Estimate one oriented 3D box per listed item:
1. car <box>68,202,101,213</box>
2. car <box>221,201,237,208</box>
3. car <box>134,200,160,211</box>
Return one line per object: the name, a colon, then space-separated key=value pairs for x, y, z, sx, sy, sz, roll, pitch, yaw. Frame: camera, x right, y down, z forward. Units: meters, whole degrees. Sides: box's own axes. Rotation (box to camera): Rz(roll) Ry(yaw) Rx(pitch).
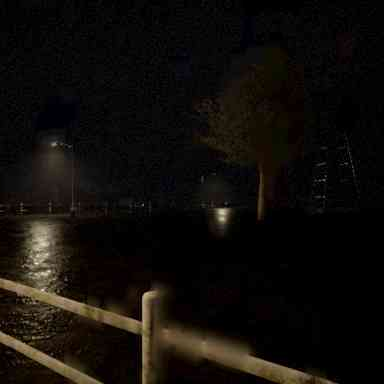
car: x=-14.449 y=2.105 z=44.926 sx=1.812 sy=1.442 sz=4.674 roll=-2 pitch=-2 yaw=36
car: x=7.709 y=2.628 z=69.464 sx=1.994 sy=1.385 sz=4.181 roll=-2 pitch=-2 yaw=36
car: x=-7.369 y=2.144 z=54.779 sx=2.097 sy=1.767 sz=4.553 roll=-2 pitch=-3 yaw=36
